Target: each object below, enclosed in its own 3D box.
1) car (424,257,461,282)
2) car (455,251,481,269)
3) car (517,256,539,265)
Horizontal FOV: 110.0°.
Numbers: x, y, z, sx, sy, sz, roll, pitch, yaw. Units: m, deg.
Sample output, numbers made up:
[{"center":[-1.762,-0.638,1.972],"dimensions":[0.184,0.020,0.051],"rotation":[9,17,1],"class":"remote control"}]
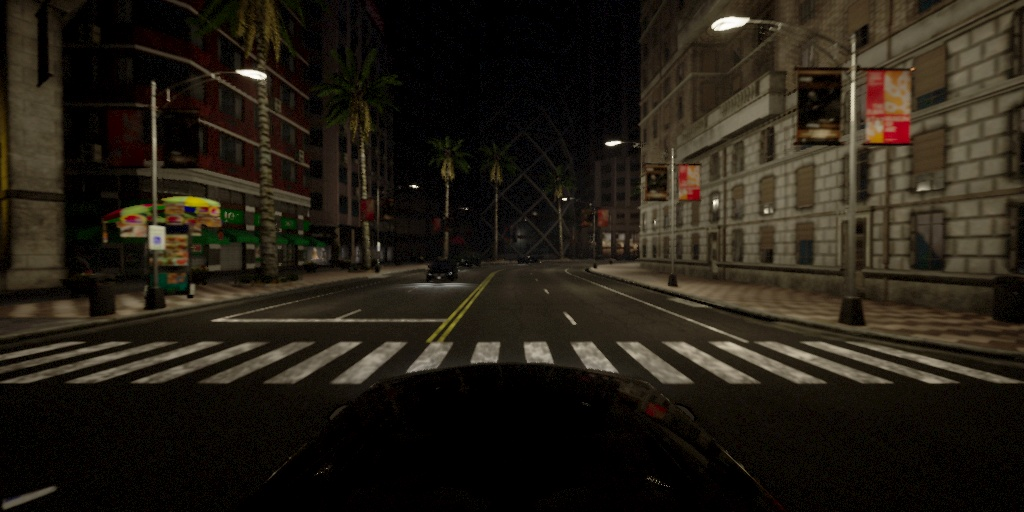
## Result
[{"center":[-4.858,1.044,25.247],"dimensions":[1.812,1.442,4.674],"rotation":[0,2,-5],"class":"car"},{"center":[-5.552,0.455,44.012],"dimensions":[2.150,2.045,5.566],"rotation":[0,1,13],"class":"car"},{"center":[2.601,0.653,57.597],"dimensions":[1.994,1.385,4.181],"rotation":[0,1,37],"class":"car"}]
